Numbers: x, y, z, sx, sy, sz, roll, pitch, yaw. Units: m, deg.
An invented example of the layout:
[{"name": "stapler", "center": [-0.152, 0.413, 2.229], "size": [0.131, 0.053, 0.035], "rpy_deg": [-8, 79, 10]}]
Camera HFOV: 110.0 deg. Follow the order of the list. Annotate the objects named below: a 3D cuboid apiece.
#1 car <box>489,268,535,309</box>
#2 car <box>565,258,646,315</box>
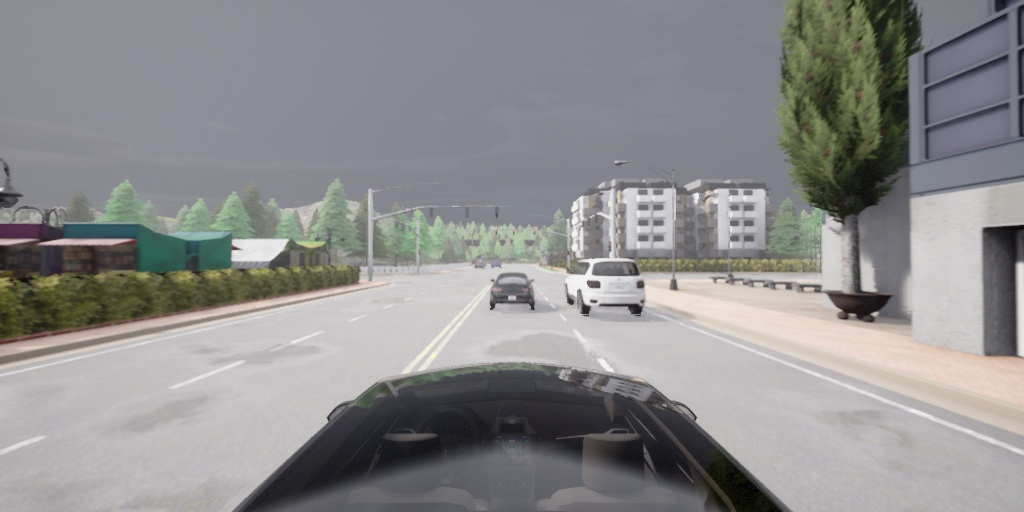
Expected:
[{"name": "car", "center": [0.026, 1.429, 15.725], "size": [1.812, 1.442, 4.674], "rpy_deg": [0, 0, 0]}, {"name": "car", "center": [3.512, 1.114, 14.403], "size": [2.150, 2.045, 5.566], "rpy_deg": [0, 0, 0]}]
